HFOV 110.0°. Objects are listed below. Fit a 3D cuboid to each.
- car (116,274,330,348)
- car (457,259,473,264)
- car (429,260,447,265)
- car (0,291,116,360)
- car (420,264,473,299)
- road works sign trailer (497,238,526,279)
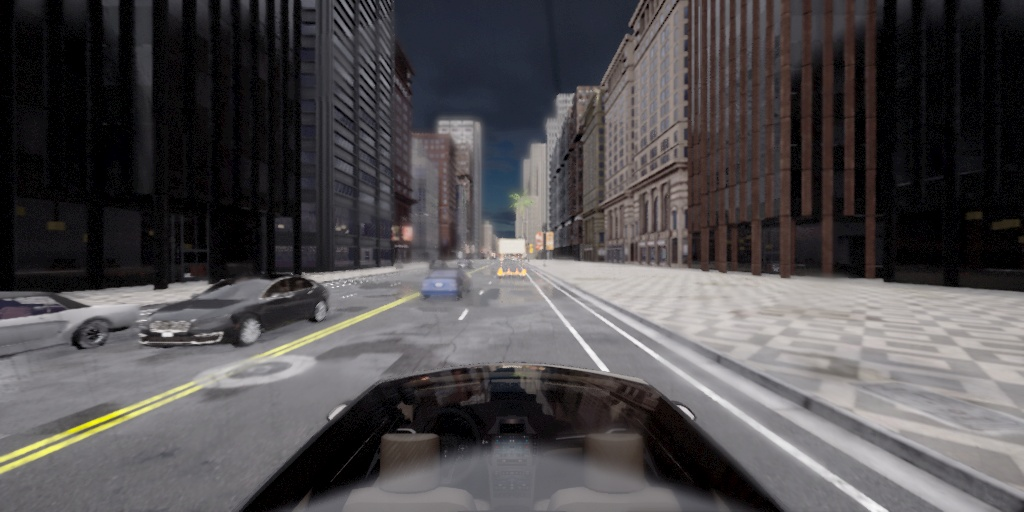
[{"bbox_3d":[-6.601,1.251,9.299,1.837,1.490,4.892,0,0,0],"label":"car"},{"bbox_3d":[-6.576,1.233,50.599,2.128,1.511,4.902,0,0,0],"label":"car"},{"bbox_3d":[-9.832,1.244,47.713,1.837,1.490,4.892,0,0,0],"label":"car"},{"bbox_3d":[-9.852,1.348,6.328,1.895,1.301,4.718,0,0,0],"label":"car"},{"bbox_3d":[-3.152,1.290,17.951,2.033,1.411,5.357,0,0,0],"label":"car"},{"bbox_3d":[-0.003,0.205,31.240,2.380,3.560,2.880,0,0,0],"label":"road works sign trailer"}]
